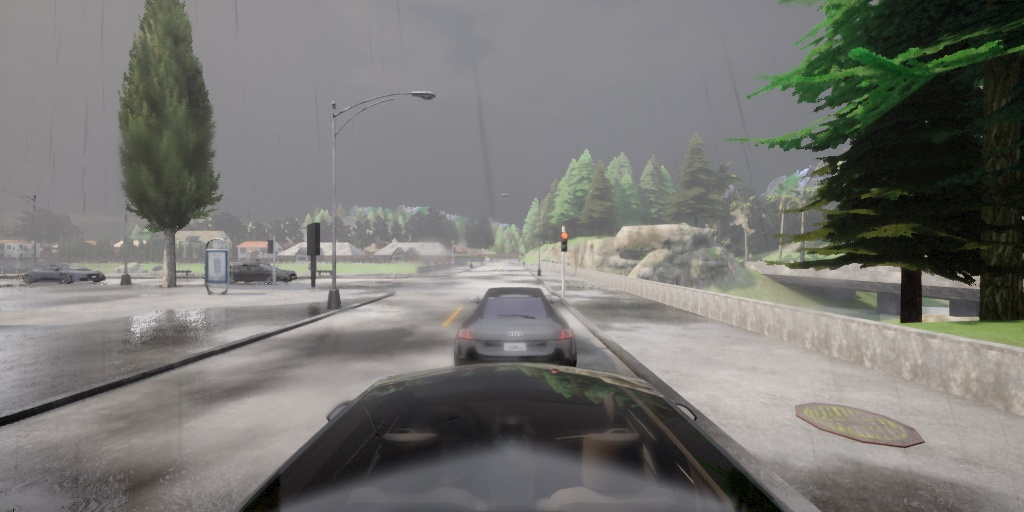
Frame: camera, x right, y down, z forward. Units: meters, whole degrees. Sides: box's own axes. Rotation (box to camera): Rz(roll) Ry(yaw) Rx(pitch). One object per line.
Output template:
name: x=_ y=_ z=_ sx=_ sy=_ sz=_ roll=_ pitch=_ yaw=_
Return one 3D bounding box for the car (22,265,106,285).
car: x=-32.017 y=1.314 z=25.735 sx=4.181 sy=1.385 sz=1.994 roll=0 pitch=0 yaw=0

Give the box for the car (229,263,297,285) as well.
car: x=-18.114 y=1.255 z=25.732 sx=4.892 sy=1.490 sz=1.837 roll=0 pitch=0 yaw=0

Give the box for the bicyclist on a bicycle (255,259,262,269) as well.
bicyclist on a bicycle: x=-24.100 y=1.099 z=34.130 sx=0.582 sy=1.620 sz=1.656 roll=0 pitch=0 yaw=0

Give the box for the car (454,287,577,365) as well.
car: x=0.063 y=1.314 z=7.307 sx=1.994 sy=1.385 sz=4.181 roll=0 pitch=0 yaw=0
